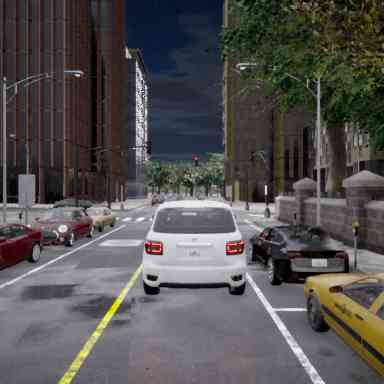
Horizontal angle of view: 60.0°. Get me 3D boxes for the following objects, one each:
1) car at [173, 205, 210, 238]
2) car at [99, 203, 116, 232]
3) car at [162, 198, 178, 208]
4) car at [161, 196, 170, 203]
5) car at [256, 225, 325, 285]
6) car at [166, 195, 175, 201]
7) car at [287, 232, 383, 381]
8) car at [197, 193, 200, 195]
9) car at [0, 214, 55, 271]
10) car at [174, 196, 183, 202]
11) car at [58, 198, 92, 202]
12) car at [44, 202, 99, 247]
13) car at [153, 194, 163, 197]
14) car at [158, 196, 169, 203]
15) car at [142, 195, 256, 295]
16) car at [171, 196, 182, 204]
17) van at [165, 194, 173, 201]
[{"bbox_3d":[0.006,1.527,18.496,1.812,1.442,4.674,0,0,0],"label":"car"},{"bbox_3d":[-5.783,1.527,19.995,1.752,1.417,4.829,0,0,0],"label":"car"},{"bbox_3d":[-3.140,1.574,48.138,1.994,1.385,4.181,0,0,0],"label":"car"},{"bbox_3d":[-5.832,1.548,73.716,1.752,1.417,4.829,0,0,0],"label":"car"},{"bbox_3d":[2.752,1.566,9.261,1.947,1.339,4.313,0,0,0],"label":"car"},{"bbox_3d":[-5.847,1.585,90.199,2.008,1.369,4.403,0,0,0],"label":"car"},{"bbox_3d":[2.757,1.525,3.975,1.752,1.417,4.829,0,0,0],"label":"car"},{"bbox_3d":[2.689,1.572,79.331,1.887,1.381,4.507,0,0,0],"label":"car"},{"bbox_3d":[-5.773,1.545,9.252,1.887,1.381,4.507,0,0,0],"label":"car"},{"bbox_3d":[-3.072,1.559,77.346,2.033,1.411,5.357,0,0,0],"label":"car"},{"bbox_3d":[-10.701,1.327,32.121,4.892,1.490,1.837,1,1,-8],"label":"car"},{"bbox_3d":[-5.778,1.441,14.709,1.967,1.590,4.097,0,0,0],"label":"car"},{"bbox_3d":[-5.817,1.329,57.573,2.192,1.841,5.009,0,0,0],"label":"car"},{"bbox_3d":[-5.827,1.602,68.448,1.802,1.307,4.206,0,0,0],"label":"car"},{"bbox_3d":[0.058,1.222,8.851,2.150,2.045,5.566,0,0,0],"label":"car"},{"bbox_3d":[-3.084,1.583,67.007,1.994,1.385,4.181,0,0,1],"label":"car"},{"bbox_3d":[-5.842,1.372,84.761,1.690,1.788,3.998,0,0,0],"label":"van"}]
